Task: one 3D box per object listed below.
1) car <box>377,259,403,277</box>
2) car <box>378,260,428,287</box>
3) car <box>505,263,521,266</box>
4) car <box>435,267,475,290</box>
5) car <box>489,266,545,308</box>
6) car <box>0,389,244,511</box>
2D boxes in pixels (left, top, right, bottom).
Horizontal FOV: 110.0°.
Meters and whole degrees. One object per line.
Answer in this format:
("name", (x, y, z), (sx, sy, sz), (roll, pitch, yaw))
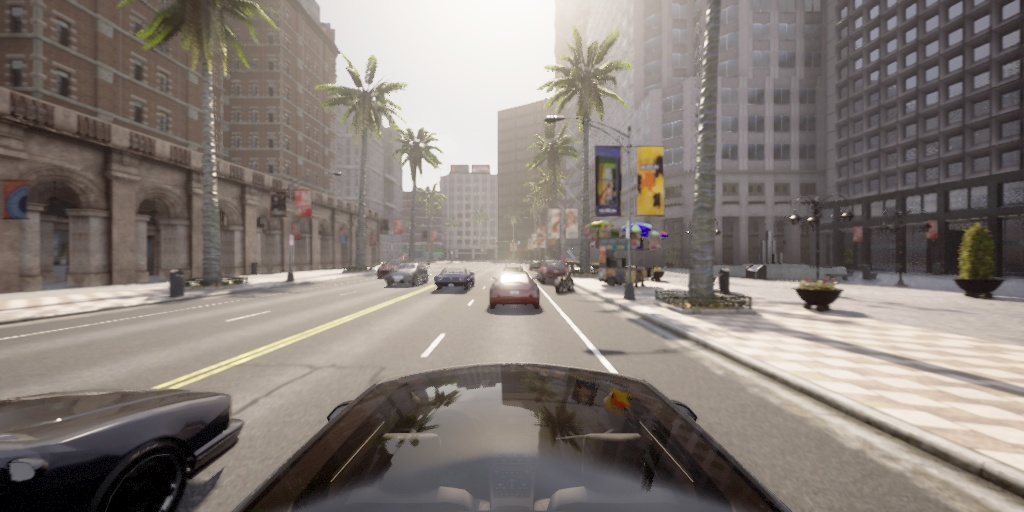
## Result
("car", (-10.562, 1.095, 32.592), (2.097, 1.767, 4.553), (0, 0, 0))
("car", (-7.091, 1.236, 24.669), (2.128, 1.511, 4.902), (0, 0, 0))
("car", (0.150, 1.343, 35.108), (1.895, 1.301, 4.718), (0, 0, 1))
("car", (-3.402, 1.346, 22.253), (1.895, 1.301, 4.718), (0, 0, 0))
("car", (0.098, 1.311, 15.108), (1.994, 1.385, 4.181), (0, 0, 0))
("car", (-3.401, 1.298, 0.805), (2.033, 1.411, 5.357), (0, 0, 0))
